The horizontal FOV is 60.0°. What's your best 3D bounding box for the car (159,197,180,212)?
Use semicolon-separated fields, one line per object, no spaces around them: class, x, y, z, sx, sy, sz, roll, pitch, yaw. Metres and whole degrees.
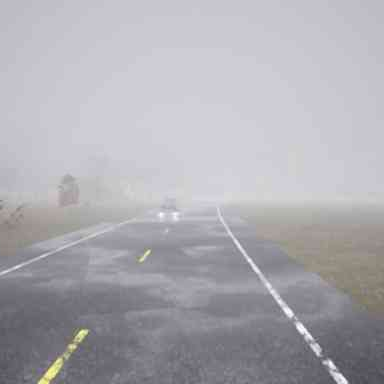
car;-2.412;1.389;36.946;1.837;1.490;4.892;0;0;4
